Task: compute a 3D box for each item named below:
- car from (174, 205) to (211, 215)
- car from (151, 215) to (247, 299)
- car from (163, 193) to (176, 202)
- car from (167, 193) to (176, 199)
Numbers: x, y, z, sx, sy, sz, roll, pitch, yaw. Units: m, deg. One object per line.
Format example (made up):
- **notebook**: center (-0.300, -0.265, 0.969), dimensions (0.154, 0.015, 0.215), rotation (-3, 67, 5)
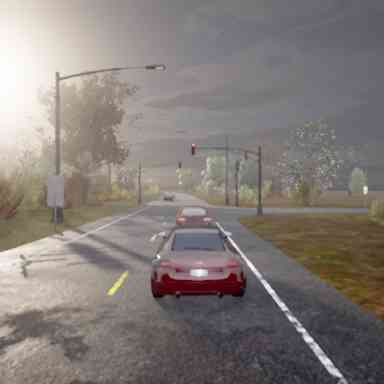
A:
- **car**: center (0.047, 1.396, 17.380), dimensions (1.812, 1.442, 4.674), rotation (0, 0, -2)
- **car**: center (0.096, 1.501, 8.359), dimensions (1.994, 1.385, 4.181), rotation (0, 0, -1)
- **car**: center (-4.374, 1.142, 62.211), dimensions (1.895, 1.301, 4.718), rotation (0, 0, -1)
- **car**: center (-4.820, 0.981, 77.687), dimensions (1.994, 1.385, 4.181), rotation (0, 0, -2)
